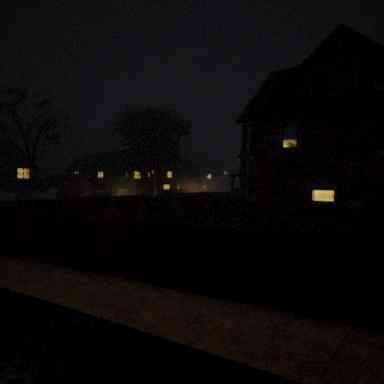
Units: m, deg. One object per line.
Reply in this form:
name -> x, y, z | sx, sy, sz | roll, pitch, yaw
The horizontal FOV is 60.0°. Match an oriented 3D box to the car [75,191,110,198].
car -> -10.826, 0.738, 36.176 | 2.097, 1.767, 4.553 | 1, 2, 36

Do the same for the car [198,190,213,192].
car -> 1.932, 0.381, 53.297 | 1.882, 1.535, 5.008 | 1, 2, 37
